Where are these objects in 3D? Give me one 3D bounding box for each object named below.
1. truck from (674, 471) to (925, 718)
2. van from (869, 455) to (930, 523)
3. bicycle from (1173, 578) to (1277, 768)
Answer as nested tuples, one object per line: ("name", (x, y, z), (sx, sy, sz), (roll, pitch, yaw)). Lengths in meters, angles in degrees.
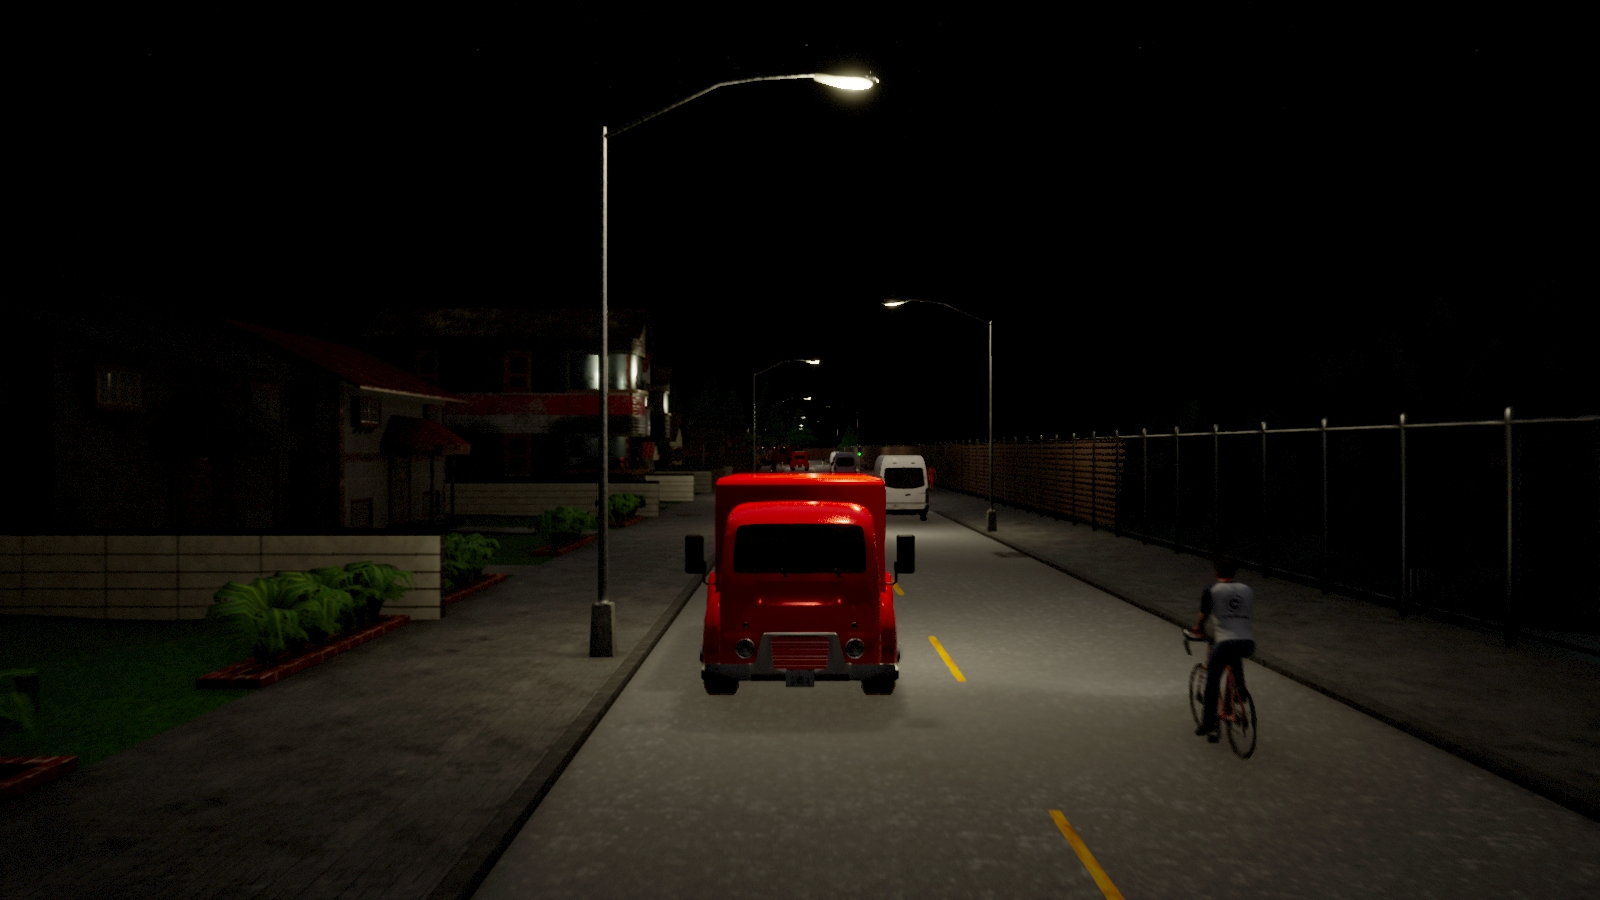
("truck", (-0.001, 1.558, 14.561), (2.627, 2.467, 5.204), (0, 0, 0))
("van", (3.988, 1.514, 46.761), (1.988, 2.561, 5.915), (0, 0, 0))
("bicycle", (3.998, 2.050, 10.853), (0.373, 1.496, 1.643), (0, 0, 0))
